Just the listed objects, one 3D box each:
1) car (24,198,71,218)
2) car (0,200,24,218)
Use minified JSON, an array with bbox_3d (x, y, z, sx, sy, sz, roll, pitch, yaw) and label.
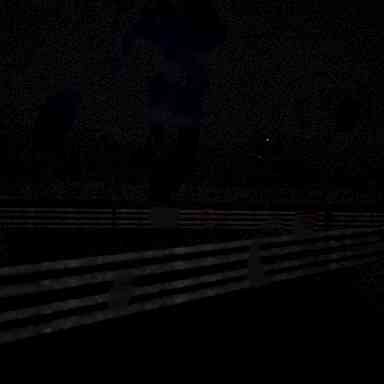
[{"bbox_3d":[-11.744,1.242,26.059,4.674,1.442,1.812,1,-1,-9],"label":"car"},{"bbox_3d":[-14.353,1.104,22.121,4.902,1.511,2.128,1,-1,-9],"label":"car"}]
